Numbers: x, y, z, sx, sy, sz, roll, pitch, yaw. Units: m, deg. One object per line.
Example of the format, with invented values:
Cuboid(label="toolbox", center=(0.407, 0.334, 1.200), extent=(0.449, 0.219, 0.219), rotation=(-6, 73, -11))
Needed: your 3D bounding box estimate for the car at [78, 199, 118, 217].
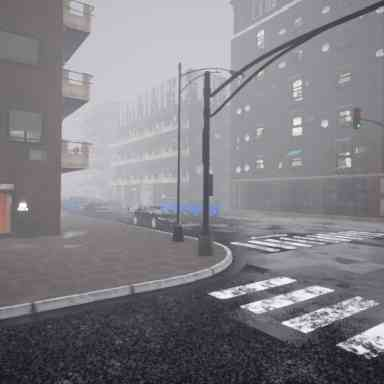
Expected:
Cuboid(label="car", center=(-8.756, 1.592, 30.820), extent=(1.802, 1.307, 4.206), rotation=(1, -1, -35))

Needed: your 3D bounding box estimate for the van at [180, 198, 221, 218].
Cuboid(label="van", center=(0.909, 1.439, 30.692), extent=(1.690, 1.788, 3.998), rotation=(1, -1, -35))

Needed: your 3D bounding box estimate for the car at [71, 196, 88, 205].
Cuboid(label="car", center=(-21.332, 1.606, 62.922), extent=(1.967, 1.590, 4.097), rotation=(1, -1, -35))

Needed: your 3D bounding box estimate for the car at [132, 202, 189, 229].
Cuboid(label="car", center=(-2.400, 1.540, 21.611), extent=(2.008, 1.369, 4.403), rotation=(1, -1, -35))

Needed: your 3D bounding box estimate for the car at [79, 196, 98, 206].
Cuboid(label="car", center=(-18.155, 1.597, 58.318), extent=(1.967, 1.590, 4.097), rotation=(1, -1, -35))

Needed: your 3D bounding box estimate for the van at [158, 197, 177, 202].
Cuboid(label="van", center=(-2.268, 1.450, 35.297), extent=(1.690, 1.788, 3.998), rotation=(1, -1, -35))

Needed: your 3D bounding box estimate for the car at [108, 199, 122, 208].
Cuboid(label="car", center=(-11.802, 1.683, 49.109), extent=(1.887, 1.381, 4.507), rotation=(1, -1, -35))

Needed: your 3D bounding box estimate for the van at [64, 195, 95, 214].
Cuboid(label="van", center=(-11.931, 1.361, 35.426), extent=(1.690, 1.788, 3.998), rotation=(1, -1, -35))

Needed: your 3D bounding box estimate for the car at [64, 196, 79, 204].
Cuboid(label="car", center=(-24.510, 1.614, 67.527), extent=(1.967, 1.590, 4.097), rotation=(1, -1, -35))

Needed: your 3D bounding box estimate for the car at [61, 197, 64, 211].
Cuboid(label="car", center=(-15.110, 1.581, 40.029), extent=(2.008, 1.369, 4.403), rotation=(1, -1, -35))

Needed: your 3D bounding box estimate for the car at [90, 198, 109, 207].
Cuboid(label="car", center=(-14.979, 1.730, 53.713), extent=(1.802, 1.307, 4.206), rotation=(1, -1, -35))

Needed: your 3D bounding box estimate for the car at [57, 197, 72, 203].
Cuboid(label="car", center=(-27.688, 1.727, 72.131), extent=(1.887, 1.381, 4.507), rotation=(1, -1, -35))
